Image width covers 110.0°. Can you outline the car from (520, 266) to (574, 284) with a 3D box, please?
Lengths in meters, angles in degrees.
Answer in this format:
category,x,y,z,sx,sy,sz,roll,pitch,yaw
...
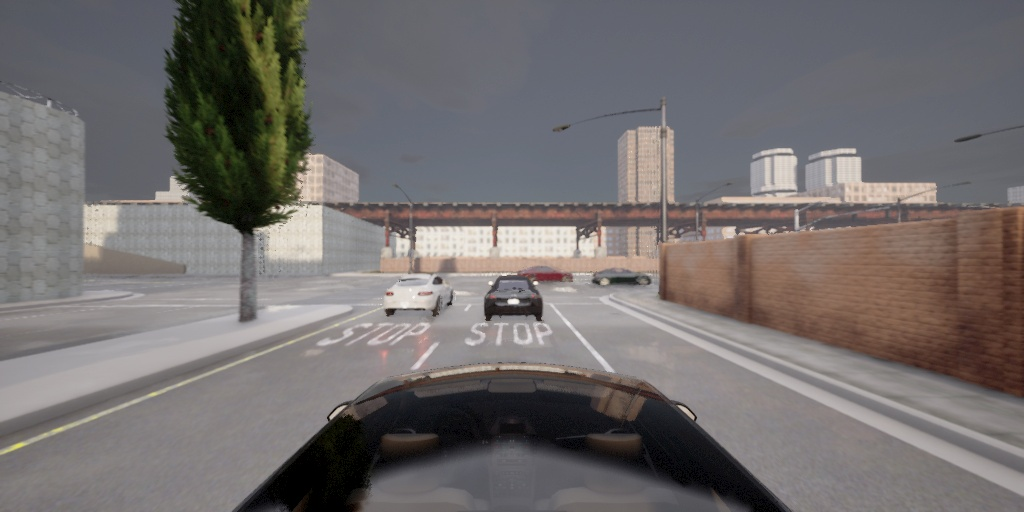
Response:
category,x,y,z,sx,sy,sz,roll,pitch,yaw
car,2.734,1.520,29.535,4.674,1.442,1.812,0,-2,-9

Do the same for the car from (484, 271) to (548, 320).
category,x,y,z,sx,sy,sz,roll,pitch,yaw
car,0.044,1.417,13.210,1.994,1.385,4.181,0,-1,0

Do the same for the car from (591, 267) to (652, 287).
category,x,y,z,sx,sy,sz,roll,pitch,yaw
car,7.934,1.517,26.107,4.181,1.385,1.994,0,-1,1

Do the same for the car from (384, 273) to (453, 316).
category,x,y,z,sx,sy,sz,roll,pitch,yaw
car,-3.461,1.392,13.844,1.812,1.442,4.674,0,-1,0
